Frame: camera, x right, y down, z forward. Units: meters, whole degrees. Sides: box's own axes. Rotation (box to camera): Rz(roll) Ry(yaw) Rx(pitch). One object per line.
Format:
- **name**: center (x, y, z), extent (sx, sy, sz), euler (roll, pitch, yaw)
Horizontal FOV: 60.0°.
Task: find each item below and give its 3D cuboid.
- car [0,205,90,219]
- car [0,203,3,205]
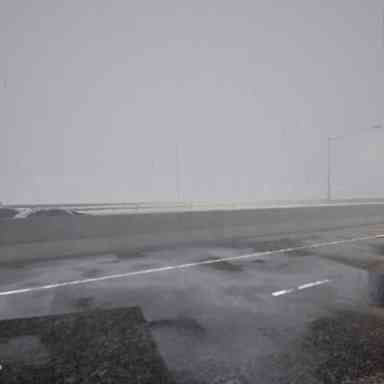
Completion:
- **car**: center (-7.316, 1.499, 15.955), extent (4.892, 1.490, 1.837), euler (0, 0, -35)
- **car**: center (-10.804, 1.519, 17.770), extent (4.674, 1.442, 1.812), euler (0, 0, -35)
